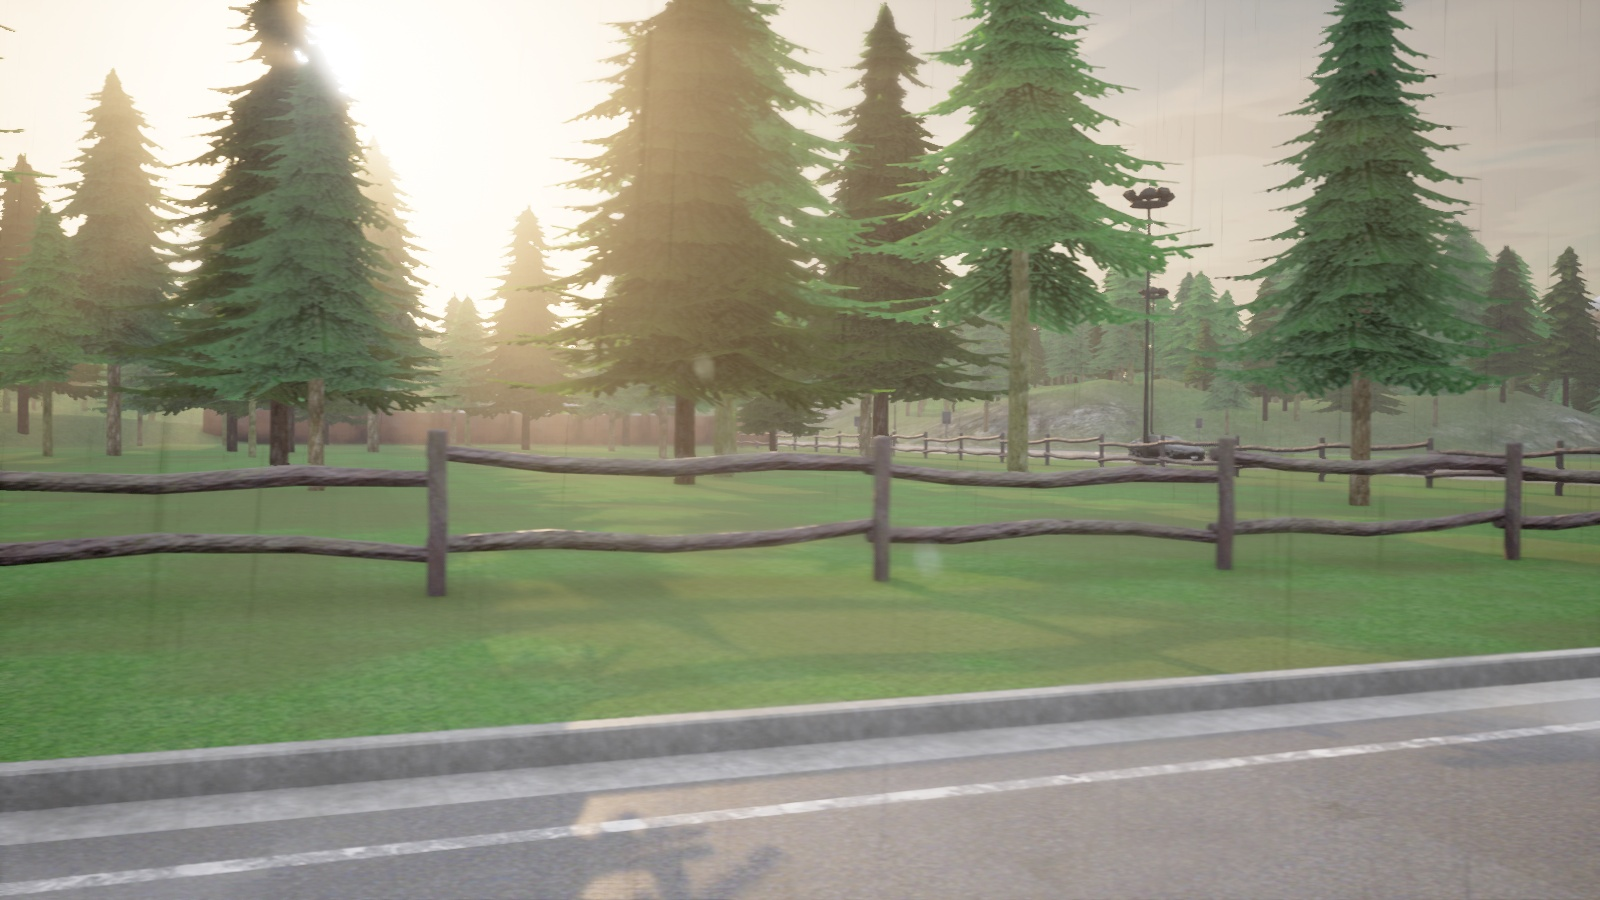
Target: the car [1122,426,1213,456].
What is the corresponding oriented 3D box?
[{"bbox_3d":[19.263,-0.486,66.079,2.163,1.488,4.792,-1,1,-20],"label":"car"}]
